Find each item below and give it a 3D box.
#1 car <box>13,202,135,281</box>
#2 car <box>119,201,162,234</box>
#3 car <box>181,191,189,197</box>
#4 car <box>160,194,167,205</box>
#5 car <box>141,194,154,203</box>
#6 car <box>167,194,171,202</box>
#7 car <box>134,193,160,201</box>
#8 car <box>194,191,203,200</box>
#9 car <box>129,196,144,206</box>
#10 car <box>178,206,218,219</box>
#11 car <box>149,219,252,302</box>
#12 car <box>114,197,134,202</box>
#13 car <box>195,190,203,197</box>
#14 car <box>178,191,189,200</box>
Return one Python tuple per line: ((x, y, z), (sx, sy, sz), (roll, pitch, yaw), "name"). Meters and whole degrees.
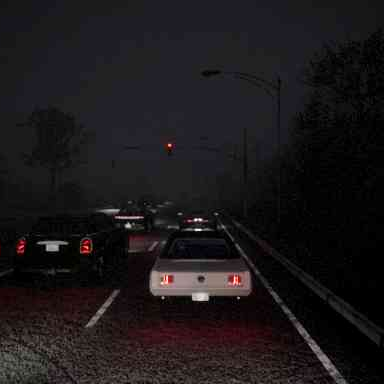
((-3.295, 1.352, 10.042), (2.097, 1.767, 4.553), (0, 0, 1), "car")
((-3.187, 1.492, 19.053), (2.128, 1.511, 4.902), (0, 0, 0), "car")
((-1.751, 0.410, 86.449), (1.895, 1.301, 4.718), (0, 3, 1), "car")
((-5.994, 1.478, 57.403), (1.882, 1.535, 5.008), (0, 0, 2), "car")
((-9.155, 1.337, 68.660), (1.882, 1.535, 5.008), (0, 2, 1), "car")
((-5.640, 1.187, 69.296), (2.097, 1.767, 4.553), (0, 2, 1), "car")
((-6.244, 1.221, 47.087), (2.150, 2.045, 5.566), (0, 0, 1), "car")
((1.512, 1.039, 75.921), (2.128, 1.511, 4.902), (0, 3, 1), "car")
((-9.494, 1.526, 57.231), (1.812, 1.442, 4.674), (0, 0, 1), "car")
((0.319, 1.505, 17.464), (1.837, 1.490, 4.892), (0, 0, 1), "car")
((0.178, 1.601, 8.211), (1.895, 1.301, 4.718), (0, 0, 0), "car")
((-9.736, 1.492, 47.010), (2.128, 1.511, 4.902), (0, 0, 2), "car")
((1.747, 0.369, 86.338), (1.994, 1.385, 4.181), (0, 3, 1), "car")
((-1.987, 0.738, 76.015), (2.150, 2.045, 5.566), (0, 3, 1), "car")
